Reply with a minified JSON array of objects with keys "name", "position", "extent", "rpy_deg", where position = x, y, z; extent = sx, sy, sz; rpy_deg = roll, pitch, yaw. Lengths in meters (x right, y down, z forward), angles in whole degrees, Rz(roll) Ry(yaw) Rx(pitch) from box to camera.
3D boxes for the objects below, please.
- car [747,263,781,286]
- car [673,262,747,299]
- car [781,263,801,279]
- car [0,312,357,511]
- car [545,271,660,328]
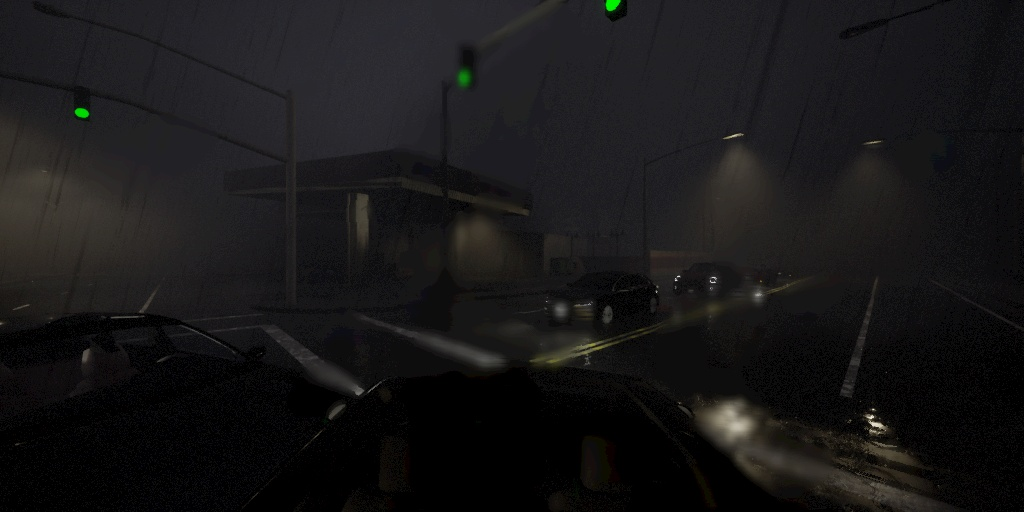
[{"name":"car","position":[17.087,1.314,25.129],"extent":[4.181,1.385,1.994],"rpy_deg":[0,0,-45]},{"name":"car","position":[10.041,1.102,18.340],"extent":[4.553,1.767,2.097],"rpy_deg":[0,0,-44]},{"name":"car","position":[24.343,1.314,32.057],"extent":[4.181,1.385,1.994],"rpy_deg":[0,0,-44]},{"name":"car","position":[-3.375,1.242,2.708],"extent":[4.902,1.511,2.128],"rpy_deg":[0,0,16]},{"name":"car","position":[3.083,1.255,11.615],"extent":[4.892,1.490,1.837],"rpy_deg":[0,0,-44]}]
